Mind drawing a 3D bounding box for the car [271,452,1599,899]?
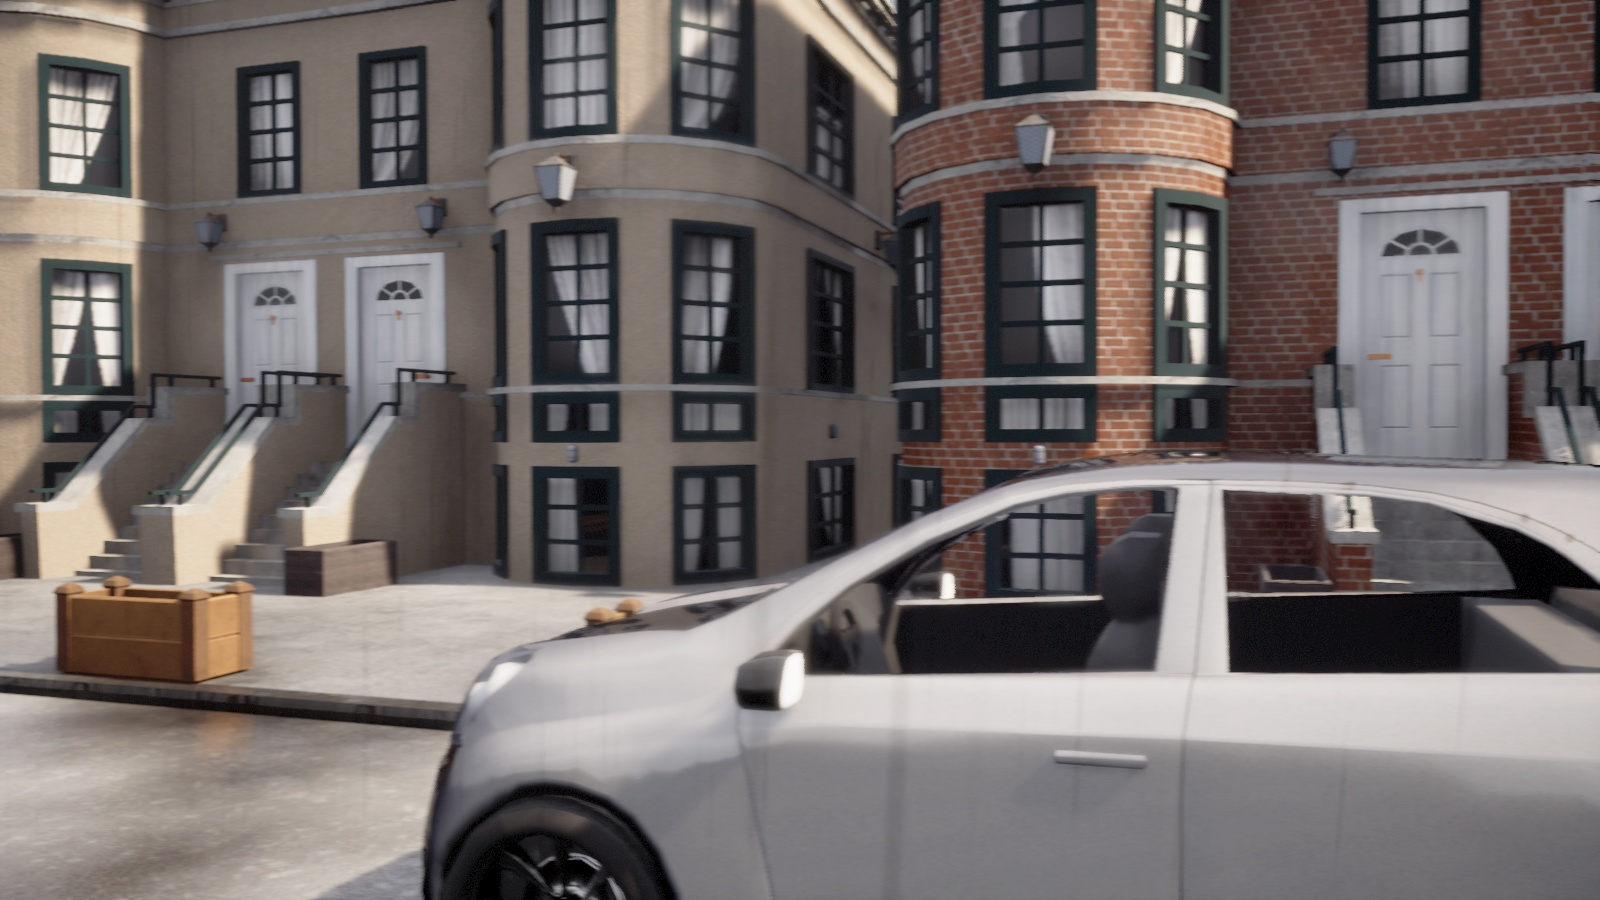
[{"bbox_3d":[0.670,0.787,3.496,3.633,1.501,1.845,1,1,19],"label":"car"}]
